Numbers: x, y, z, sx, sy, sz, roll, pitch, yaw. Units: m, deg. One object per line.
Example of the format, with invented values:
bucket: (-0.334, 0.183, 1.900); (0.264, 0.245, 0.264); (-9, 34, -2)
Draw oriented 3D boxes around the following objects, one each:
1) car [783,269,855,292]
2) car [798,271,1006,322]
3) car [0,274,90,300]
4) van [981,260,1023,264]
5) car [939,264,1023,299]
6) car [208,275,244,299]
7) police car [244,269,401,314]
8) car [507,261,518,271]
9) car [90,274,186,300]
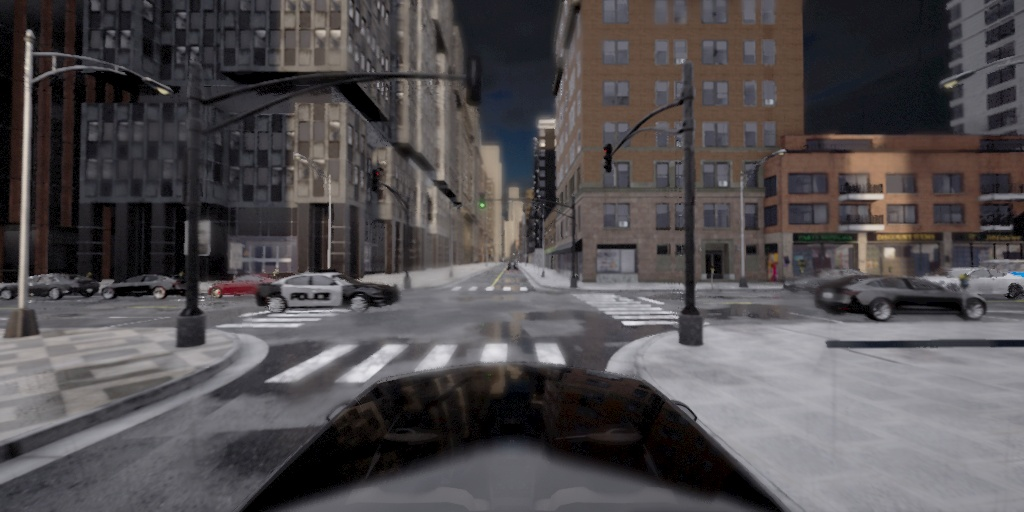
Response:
car: (17.543, 1.377, 19.900); (4.403, 1.370, 2.007); (0, 0, 0)
car: (12.121, 1.270, 11.389); (4.313, 1.339, 1.948); (0, 0, 0)
car: (-25.741, 1.689, 20.000); (4.403, 1.370, 2.007); (0, 0, 0)
van: (28.361, 1.088, 19.875); (3.998, 1.789, 1.690); (0, 0, 0)
car: (21.535, 1.270, 17.148); (4.674, 1.442, 1.812); (0, -1, 0)
car: (-14.443, 1.642, 19.974); (4.207, 1.307, 1.802); (0, 0, 0)
police car: (-7.125, 1.321, 14.115); (5.238, 1.638, 1.930); (0, -1, 0)
car: (0.082, 1.785, 61.712); (1.812, 1.442, 4.674); (0, 0, 0)
car: (-20.092, 1.665, 19.987); (4.313, 1.339, 1.948); (0, 0, 0)
